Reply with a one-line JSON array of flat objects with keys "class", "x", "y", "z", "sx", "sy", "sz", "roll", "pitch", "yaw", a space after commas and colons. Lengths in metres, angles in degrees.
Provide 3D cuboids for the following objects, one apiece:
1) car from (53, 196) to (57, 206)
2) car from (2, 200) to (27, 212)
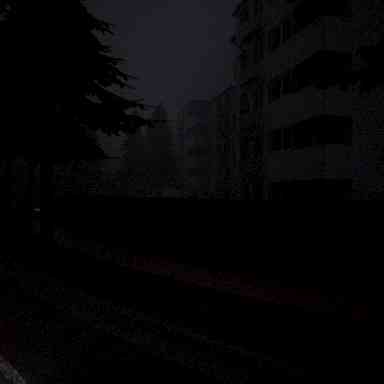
[{"class": "car", "x": -19.145, "y": 1.352, "z": 49.160, "sx": 2.097, "sy": 1.767, "sz": 4.553, "roll": 0, "pitch": 0, "yaw": 16}, {"class": "car", "x": -20.175, "y": 1.564, "z": 38.800, "sx": 1.994, "sy": 1.385, "sz": 4.181, "roll": 0, "pitch": 0, "yaw": 2}]
